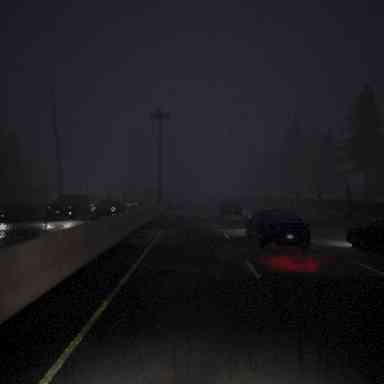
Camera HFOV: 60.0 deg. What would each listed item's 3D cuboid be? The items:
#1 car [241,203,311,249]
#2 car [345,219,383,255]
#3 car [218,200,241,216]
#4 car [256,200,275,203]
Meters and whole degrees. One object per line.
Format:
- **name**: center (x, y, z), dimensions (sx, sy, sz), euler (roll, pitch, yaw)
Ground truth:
- **car**: center (3.610, 1.487, 14.677), dimensions (1.882, 1.535, 5.008), euler (0, 0, 0)
- **car**: center (7.109, 1.554, 10.959), dimensions (2.033, 1.411, 5.357), euler (0, 0, 0)
- **car**: center (3.628, 1.498, 32.451), dimensions (1.882, 1.535, 5.008), euler (0, 0, 0)
- **car**: center (7.128, 1.498, 32.456), dimensions (1.882, 1.535, 5.008), euler (0, 0, 0)
